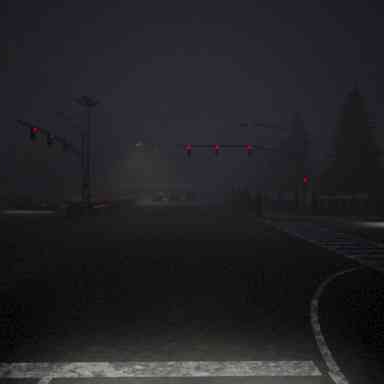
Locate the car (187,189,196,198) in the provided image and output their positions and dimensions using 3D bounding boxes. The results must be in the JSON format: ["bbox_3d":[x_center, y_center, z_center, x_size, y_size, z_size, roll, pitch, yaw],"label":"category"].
[{"bbox_3d":[-0.166,0.296,77.430,2.033,1.411,5.357,0,7,0],"label":"car"}]

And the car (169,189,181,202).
[{"bbox_3d":[-3.509,0.905,67.230,2.097,1.767,4.553,0,3,0],"label":"car"}]

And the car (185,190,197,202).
[{"bbox_3d":[-0.108,0.788,67.006,2.150,2.045,5.566,0,3,0],"label":"car"}]

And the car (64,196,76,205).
[{"bbox_3d":[-21.120,1.383,58.854,1.882,1.535,5.008,0,1,0],"label":"car"}]

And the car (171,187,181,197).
[{"bbox_3d":[-3.671,0.014,78.338,2.097,1.767,4.553,0,7,0],"label":"car"}]

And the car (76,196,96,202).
[{"bbox_3d":[-17.629,1.481,56.627,1.812,1.442,4.674,0,1,0],"label":"car"}]

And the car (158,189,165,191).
[{"bbox_3d":[-7.172,0.116,78.536,1.882,1.535,5.008,0,7,0],"label":"car"}]

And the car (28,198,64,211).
[{"bbox_3d":[-17.603,1.526,40.332,1.812,1.442,4.674,0,0,0],"label":"car"}]

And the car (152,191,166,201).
[{"bbox_3d":[-7.012,1.109,67.367,1.994,1.385,4.181,0,3,0],"label":"car"}]

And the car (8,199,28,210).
[{"bbox_3d":[-21.103,1.547,42.206,2.033,1.411,5.357,0,0,0],"label":"car"}]
